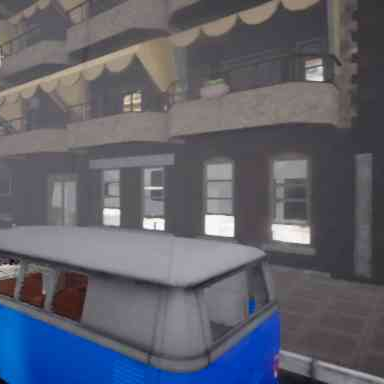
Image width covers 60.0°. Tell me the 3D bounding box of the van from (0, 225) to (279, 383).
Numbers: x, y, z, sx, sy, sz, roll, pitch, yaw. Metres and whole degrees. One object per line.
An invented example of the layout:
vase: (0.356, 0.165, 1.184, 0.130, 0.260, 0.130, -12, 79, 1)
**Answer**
van: (-1.072, 1.339, 3.633, 3.998, 1.788, 1.690, 0, 0, 35)
